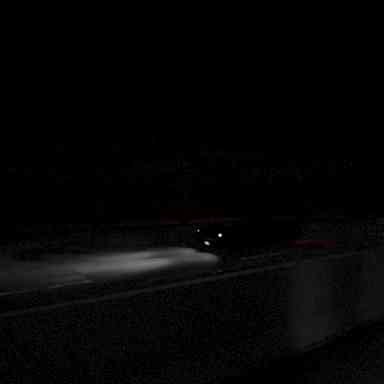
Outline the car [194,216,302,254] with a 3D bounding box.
[{"bbox_3d":[2.437,1.702,14.149,4.718,1.301,1.895,1,0,-33],"label":"car"}]
